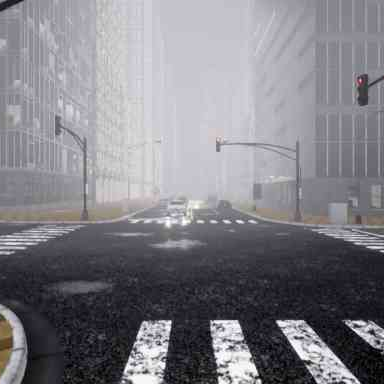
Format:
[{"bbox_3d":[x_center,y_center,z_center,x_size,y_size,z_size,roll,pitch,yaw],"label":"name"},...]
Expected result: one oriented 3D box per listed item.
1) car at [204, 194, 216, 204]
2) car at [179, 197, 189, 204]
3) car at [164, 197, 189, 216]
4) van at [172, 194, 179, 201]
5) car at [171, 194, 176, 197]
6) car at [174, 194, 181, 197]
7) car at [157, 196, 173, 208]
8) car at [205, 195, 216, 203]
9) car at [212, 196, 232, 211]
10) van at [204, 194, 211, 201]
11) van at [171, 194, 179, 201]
[{"bbox_3d":[3.795,1.313,63.920,2.192,1.841,5.009,0,0,0],"label":"car"},{"bbox_3d":[-1.535,1.625,67.549,1.895,1.301,4.718,0,0,0],"label":"car"},{"bbox_3d":[-1.491,1.543,33.049,1.812,1.442,4.674,0,0,0],"label":"car"},{"bbox_3d":[-4.175,1.315,85.998,1.690,1.788,3.998,0,0,0],"label":"van"},{"bbox_3d":[-4.085,1.564,63.888,1.947,1.339,4.313,0,0,0],"label":"car"},{"bbox_3d":[-1.562,1.512,52.383,1.837,1.490,4.892,0,0,0],"label":"car"},{"bbox_3d":[-4.018,1.593,47.305,1.802,1.307,4.206,0,0,0],"label":"car"},{"bbox_3d":[3.772,1.432,69.448,1.967,1.590,4.097,0,0,0],"label":"car"},{"bbox_3d":[3.934,1.579,41.811,1.947,1.339,4.313,0,0,0],"label":"car"},{"bbox_3d":[3.727,1.321,80.503,1.690,1.788,3.998,0,0,0],"label":"van"},{"bbox_3d":[-4.153,1.321,80.471,1.690,1.788,3.998,0,0,0],"label":"van"}]
